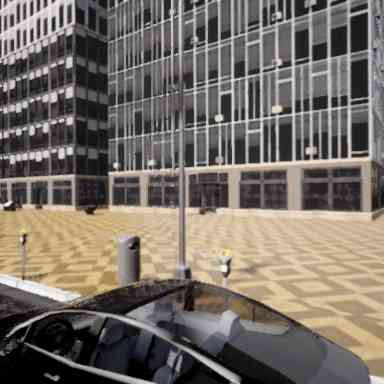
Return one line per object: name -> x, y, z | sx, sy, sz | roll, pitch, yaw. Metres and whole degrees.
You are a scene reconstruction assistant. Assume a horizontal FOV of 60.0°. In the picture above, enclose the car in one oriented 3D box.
car -> -0.606, 1.588, 3.303 | 4.313, 1.339, 1.947 | -1, 0, 36
